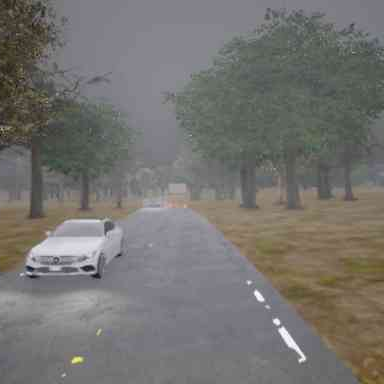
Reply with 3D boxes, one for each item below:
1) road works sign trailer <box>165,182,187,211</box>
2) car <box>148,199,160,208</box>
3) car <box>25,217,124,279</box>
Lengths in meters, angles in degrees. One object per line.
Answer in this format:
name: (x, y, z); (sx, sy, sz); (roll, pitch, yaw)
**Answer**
road works sign trailer: (-1.817, 0.555, 41.944); (2.380, 3.560, 2.880); (0, 0, -6)
car: (-5.937, 1.749, 52.165); (1.895, 1.301, 4.718); (0, 0, -6)
car: (-3.252, 1.520, 10.129); (1.812, 1.442, 4.674); (0, 0, -1)
